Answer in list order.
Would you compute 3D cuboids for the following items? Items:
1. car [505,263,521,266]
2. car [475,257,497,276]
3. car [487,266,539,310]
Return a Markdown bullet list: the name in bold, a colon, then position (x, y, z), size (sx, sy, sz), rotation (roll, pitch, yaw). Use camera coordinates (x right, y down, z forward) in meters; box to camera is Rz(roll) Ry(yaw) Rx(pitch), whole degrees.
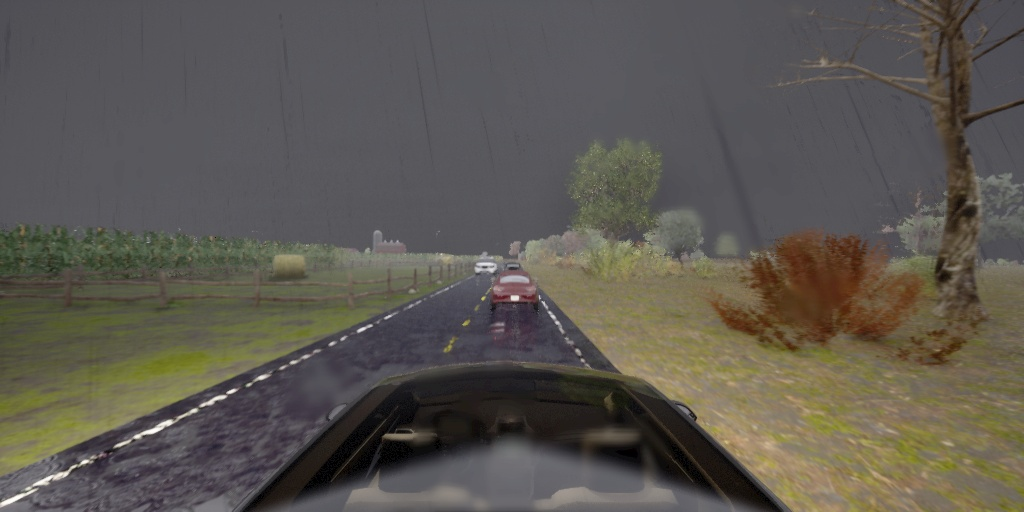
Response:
- **car**: position (0.097, 1.383, 33.164), size (1.837, 1.490, 4.892), rotation (0, 0, 0)
- **car**: position (-2.847, 1.135, 40.139), size (2.150, 2.045, 5.566), rotation (0, 0, 0)
- **car**: position (0.099, 1.324, 14.935), size (1.812, 1.442, 4.674), rotation (0, 0, 0)
